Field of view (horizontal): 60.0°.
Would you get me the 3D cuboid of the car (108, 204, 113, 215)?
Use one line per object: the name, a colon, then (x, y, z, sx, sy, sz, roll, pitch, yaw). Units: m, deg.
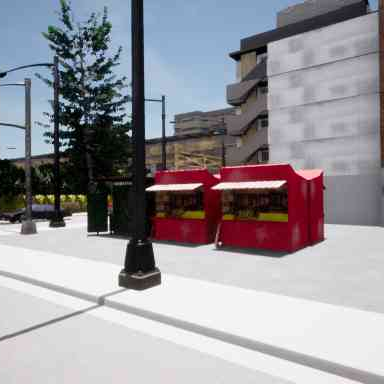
car: (-6.893, 1.490, 34.590, 2.097, 1.767, 4.553, -1, -1, 36)

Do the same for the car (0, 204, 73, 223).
car: (-12.427, 1.686, 26.946, 2.033, 1.411, 5.357, -1, -1, 36)
